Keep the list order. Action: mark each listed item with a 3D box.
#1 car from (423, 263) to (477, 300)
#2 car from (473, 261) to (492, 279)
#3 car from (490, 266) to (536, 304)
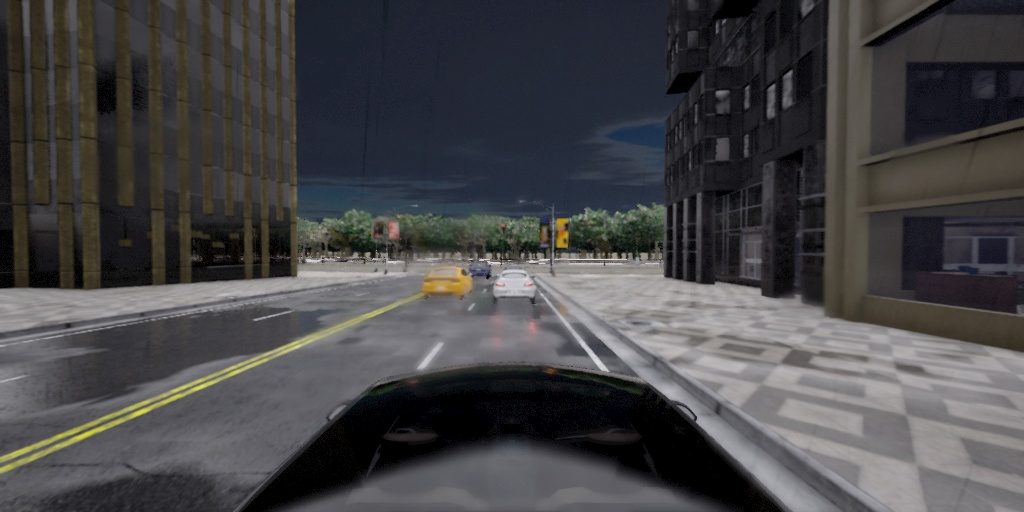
[{"bbox_3d":[-3.144,1.303,18.369,1.882,1.535,5.008,0,-1,0],"label":"car"},{"bbox_3d":[-3.139,1.306,35.691,2.097,1.767,4.553,0,0,0],"label":"car"},{"bbox_3d":[0.105,1.339,16.732,1.812,1.442,4.674,0,-1,0],"label":"car"}]
